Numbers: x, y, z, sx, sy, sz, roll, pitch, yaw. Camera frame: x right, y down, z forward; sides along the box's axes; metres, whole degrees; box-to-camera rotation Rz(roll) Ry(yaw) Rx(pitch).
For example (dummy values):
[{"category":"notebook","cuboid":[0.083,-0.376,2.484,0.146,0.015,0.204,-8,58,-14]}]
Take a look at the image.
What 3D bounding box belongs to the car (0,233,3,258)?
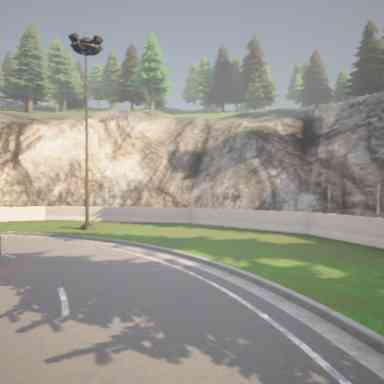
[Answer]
[{"category":"car","cuboid":[-8.443,1.646,11.505,5.008,1.535,1.882,0,-1,38]}]
